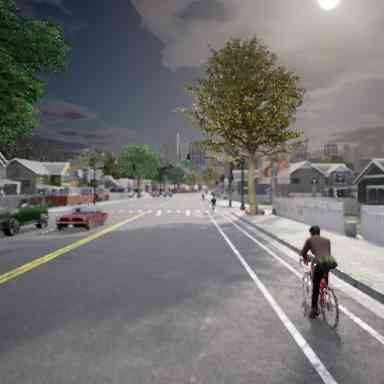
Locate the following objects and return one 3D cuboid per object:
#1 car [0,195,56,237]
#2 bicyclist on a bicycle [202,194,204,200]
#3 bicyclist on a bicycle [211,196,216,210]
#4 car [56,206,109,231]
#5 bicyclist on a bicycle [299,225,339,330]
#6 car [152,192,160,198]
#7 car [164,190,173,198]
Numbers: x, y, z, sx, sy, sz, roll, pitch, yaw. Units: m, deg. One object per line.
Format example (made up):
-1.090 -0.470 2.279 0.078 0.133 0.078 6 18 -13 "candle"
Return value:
-9.834 1.177 18.192 2.150 2.045 5.566 0 0 0 "car"
2.291 1.160 69.008 0.659 1.776 1.843 0 0 0 "bicyclist on a bicycle"
2.271 1.279 35.049 0.659 1.776 1.843 0 0 0 "bicyclist on a bicycle"
-6.577 1.550 20.271 1.895 1.301 4.718 0 0 0 "car"
2.254 1.438 5.947 0.582 1.620 1.656 0 0 0 "bicyclist on a bicycle"
-9.697 0.843 90.242 1.812 1.442 4.674 0 0 0 "car"
-6.447 0.544 90.209 2.150 2.045 5.566 0 0 0 "car"
